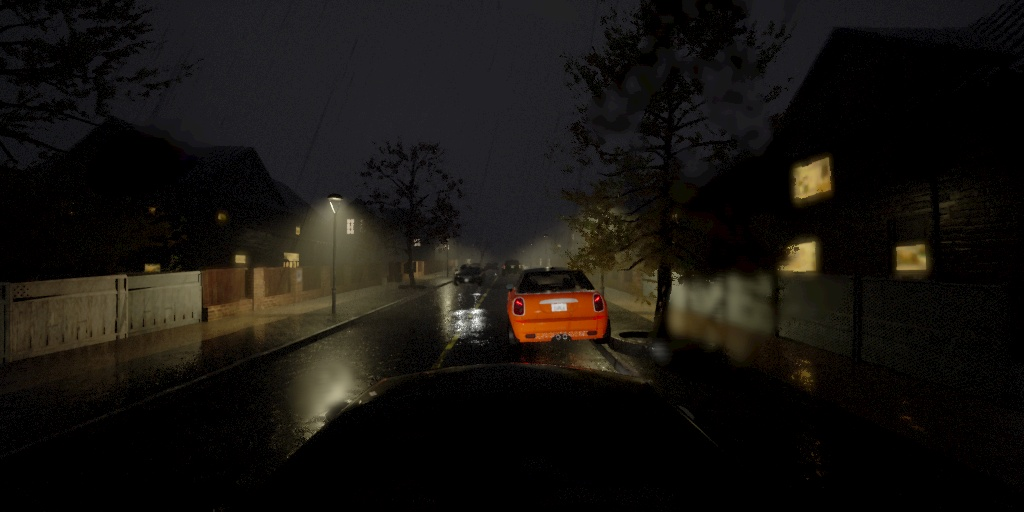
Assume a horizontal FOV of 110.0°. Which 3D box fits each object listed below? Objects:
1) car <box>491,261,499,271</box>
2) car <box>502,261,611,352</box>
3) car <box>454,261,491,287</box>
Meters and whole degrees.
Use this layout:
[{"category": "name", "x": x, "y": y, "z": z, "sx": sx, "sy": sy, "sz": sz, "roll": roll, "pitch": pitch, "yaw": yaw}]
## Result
[{"category": "car", "x": -2.801, "y": 1.410, "z": 50.164, "sx": 1.994, "sy": 1.385, "sz": 4.181, "roll": 0, "pitch": 0, "yaw": 0}, {"category": "car", "x": 0.917, "y": 1.060, "z": 9.121, "sx": 2.097, "sy": 1.767, "sz": 4.553, "roll": -3, "pitch": -1, "yaw": 0}, {"category": "car", "x": -2.873, "y": 1.276, "z": 25.138, "sx": 2.128, "sy": 1.511, "sz": 4.902, "roll": 0, "pitch": 0, "yaw": 0}]
